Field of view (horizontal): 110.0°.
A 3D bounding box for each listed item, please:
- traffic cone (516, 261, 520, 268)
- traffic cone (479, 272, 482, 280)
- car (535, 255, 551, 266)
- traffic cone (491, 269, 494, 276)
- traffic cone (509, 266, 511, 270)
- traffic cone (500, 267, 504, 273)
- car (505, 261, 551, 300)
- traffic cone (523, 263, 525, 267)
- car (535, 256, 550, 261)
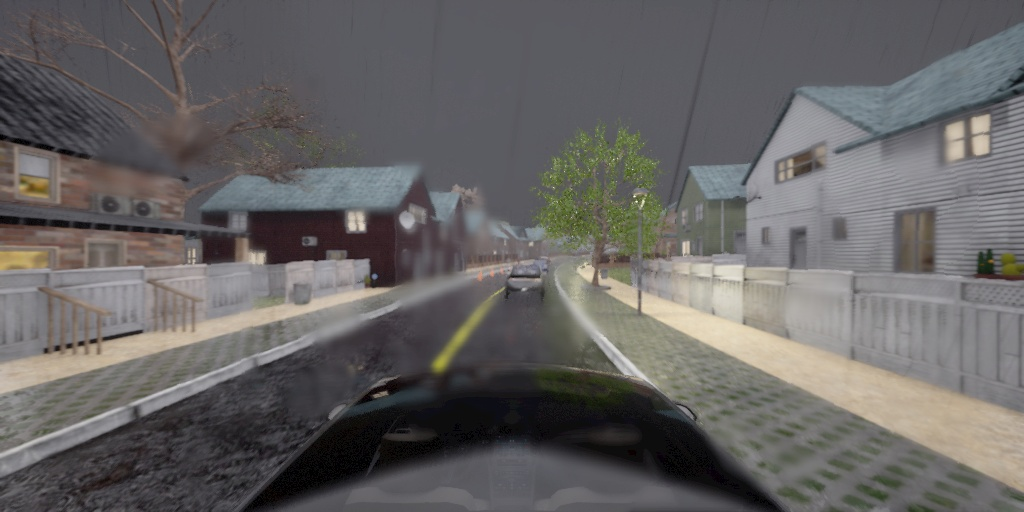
[{"bbox_3d":[0.664,1.339,47.393,0.340,0.580,0.340,0,0,11],"label":"traffic cone"},{"bbox_3d":[-2.390,1.552,27.425,0.340,0.580,0.340,0,0,6],"label":"traffic cone"},{"bbox_3d":[4.909,0.727,56.545,1.882,1.535,5.008,0,1,12],"label":"car"},{"bbox_3d":[-1.782,1.502,32.441,0.340,0.580,0.340,0,0,8],"label":"traffic cone"},{"bbox_3d":[-0.254,1.399,42.426,0.340,0.580,0.340,0,0,10],"label":"traffic cone"},{"bbox_3d":[-1.070,1.452,37.440,0.340,0.580,0.340,0,0,9],"label":"traffic cone"},{"bbox_3d":[0.727,1.183,17.406,2.128,1.511,4.902,0,0,4],"label":"car"},{"bbox_3d":[1.687,1.272,52.339,0.340,0.580,0.340,0,0,12],"label":"traffic cone"},{"bbox_3d":[3.186,1.032,38.799,2.033,1.411,5.357,0,1,9],"label":"car"}]
